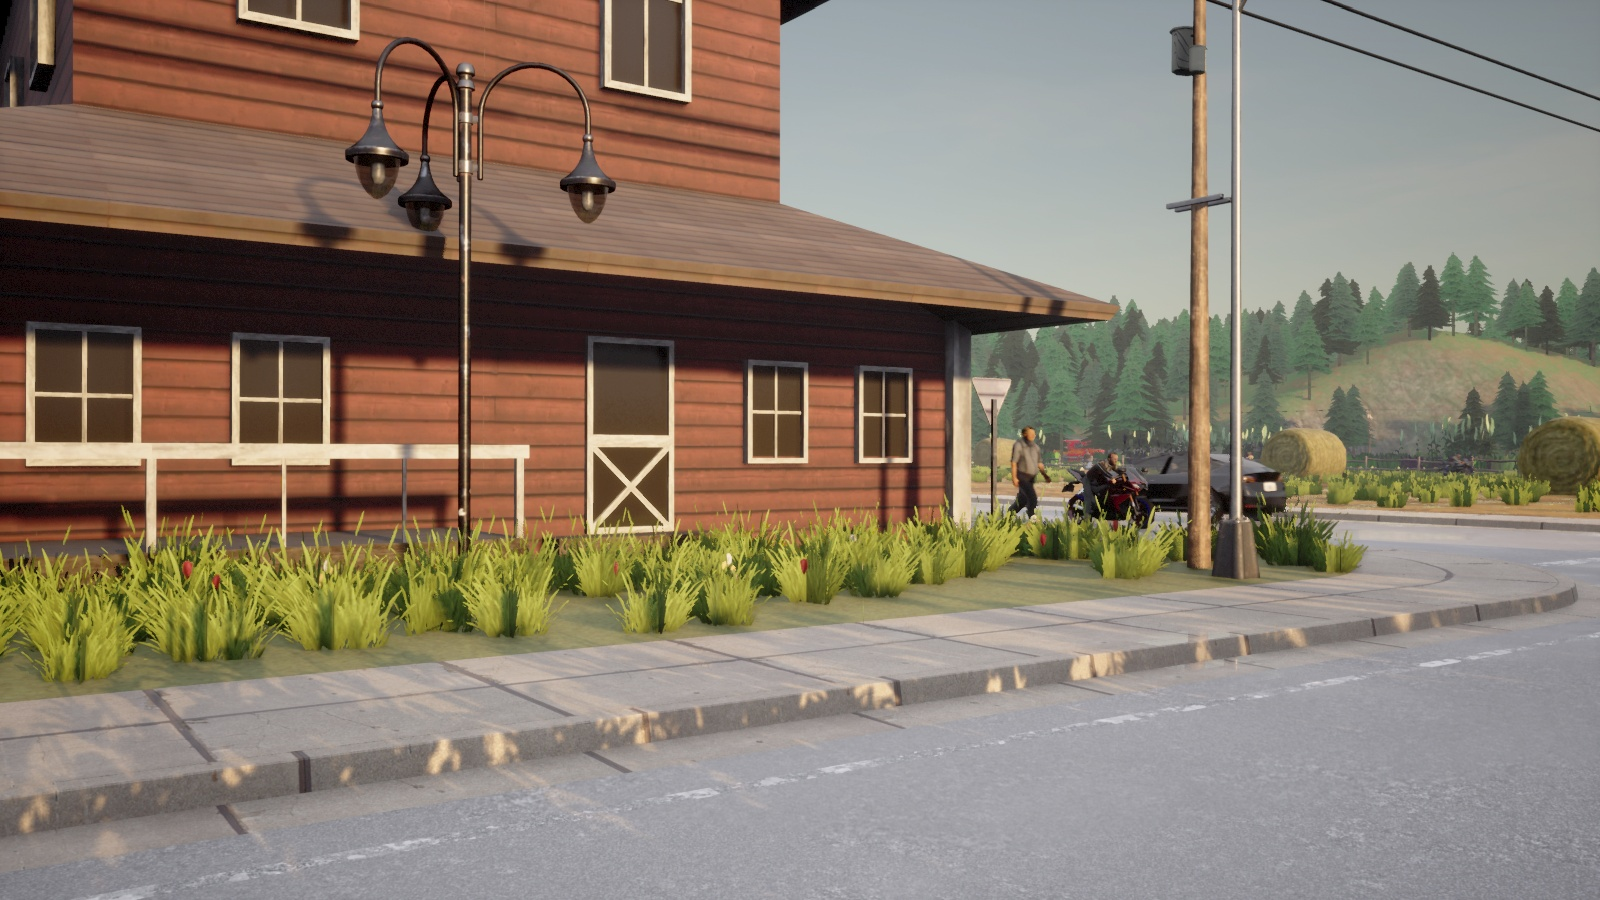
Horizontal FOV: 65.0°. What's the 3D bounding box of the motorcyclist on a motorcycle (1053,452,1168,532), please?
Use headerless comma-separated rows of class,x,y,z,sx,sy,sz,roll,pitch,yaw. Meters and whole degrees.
motorcyclist on a motorcycle,6.203,0.801,25.174,0.866,1.530,2.191,0,0,-36

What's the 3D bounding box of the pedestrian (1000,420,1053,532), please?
pedestrian,3.805,0.424,21.144,0.540,1.848,0.694,0,0,-37

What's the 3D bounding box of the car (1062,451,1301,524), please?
car,8.401,0.769,28.068,2.163,1.488,4.792,0,0,-35

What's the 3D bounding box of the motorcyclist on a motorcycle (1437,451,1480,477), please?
motorcyclist on a motorcycle,40.318,0.848,76.902,0.866,1.530,2.191,0,0,-32
